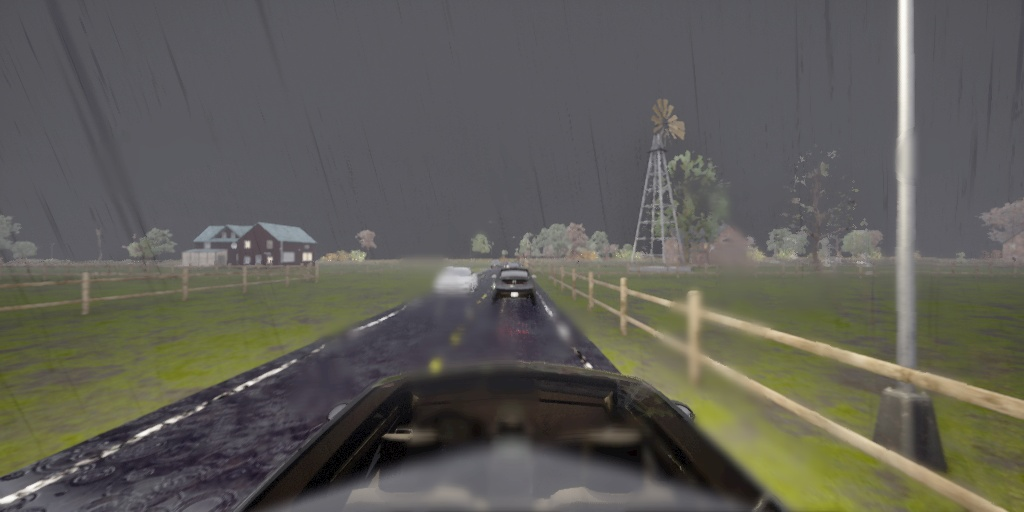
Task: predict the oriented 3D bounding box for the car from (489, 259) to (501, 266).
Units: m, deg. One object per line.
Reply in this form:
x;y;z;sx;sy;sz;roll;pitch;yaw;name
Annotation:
-2.773;1.359;61.682;1.837;1.490;4.892;0;0;1;car

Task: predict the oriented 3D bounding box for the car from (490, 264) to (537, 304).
0.103;1.285;16.654;1.837;1.490;4.892;0;0;0;car

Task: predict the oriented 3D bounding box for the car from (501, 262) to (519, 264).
0.108;1.367;39.057;2.033;1.411;5.357;0;0;0;car

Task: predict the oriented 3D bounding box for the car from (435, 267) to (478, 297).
-2.838;1.311;19.161;1.812;1.442;4.674;0;0;0;car
